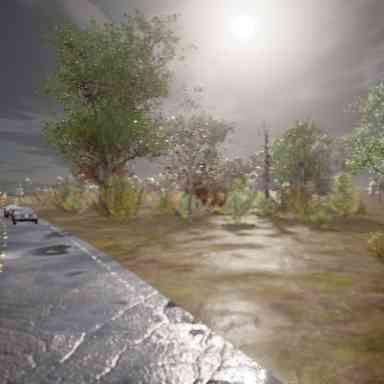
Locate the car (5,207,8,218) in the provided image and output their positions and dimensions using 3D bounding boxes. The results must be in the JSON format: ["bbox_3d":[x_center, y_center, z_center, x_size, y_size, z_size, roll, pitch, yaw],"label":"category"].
[{"bbox_3d":[-20.284,2.165,38.099,1.812,1.442,4.674,0,-1,-33],"label":"car"}]

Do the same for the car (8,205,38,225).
[{"bbox_3d":[-14.555,2.025,28.933,2.033,1.411,5.357,0,-1,-30],"label":"car"}]
